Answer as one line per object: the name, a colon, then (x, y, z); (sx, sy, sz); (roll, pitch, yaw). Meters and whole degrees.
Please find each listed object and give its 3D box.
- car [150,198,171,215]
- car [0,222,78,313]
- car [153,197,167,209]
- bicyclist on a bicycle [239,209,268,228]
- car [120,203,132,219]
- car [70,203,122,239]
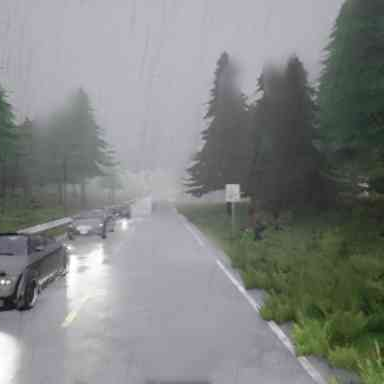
car: (-3.338, 1.573, 35.273); (1.837, 1.490, 4.892); (-1, 0, -6)
car: (-4.271, 1.669, 7.743); (1.994, 1.385, 4.181); (-1, 0, -6)
car: (-4.755, 1.574, 49.227); (1.882, 1.535, 5.008); (-1, 0, -6)
bicyclist on a bicycle: (2.215, 1.441, 11.876); (1.656, 1.620, 0.582); (3, -1, -6)
car: (-6.518, 1.711, 30.183); (1.994, 1.385, 4.181); (-1, 0, -6)
car: (-5.308, 1.616, 18.026); (2.128, 1.511, 4.902); (-1, 0, -6)
